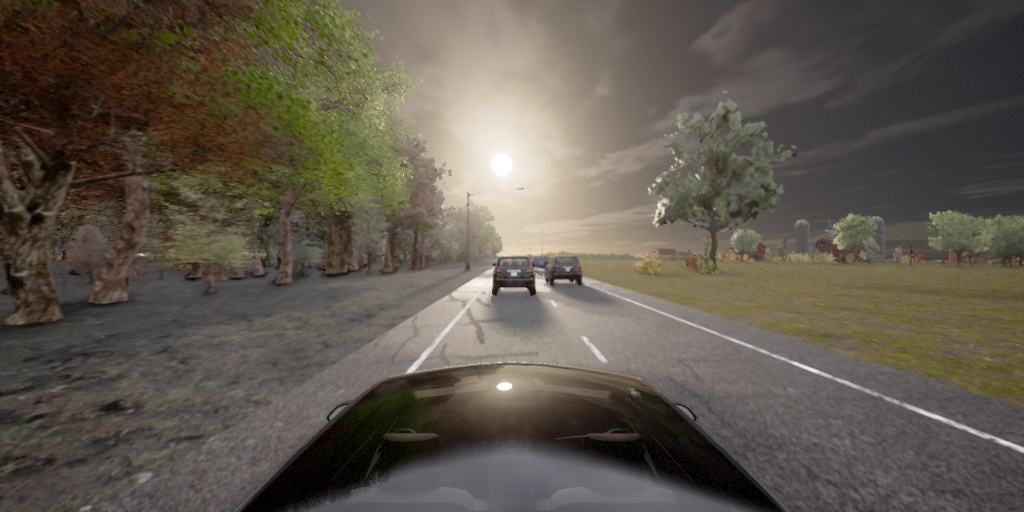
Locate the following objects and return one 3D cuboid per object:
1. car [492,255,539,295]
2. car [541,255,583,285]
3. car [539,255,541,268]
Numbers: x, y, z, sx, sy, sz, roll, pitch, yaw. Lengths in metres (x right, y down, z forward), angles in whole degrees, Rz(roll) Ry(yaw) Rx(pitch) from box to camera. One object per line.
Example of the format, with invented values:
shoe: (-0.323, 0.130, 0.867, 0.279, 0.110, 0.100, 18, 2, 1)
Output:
car: (0.098, 0.960, 19.866, 2.150, 2.045, 5.566, 0, 0, 0)
car: (3.575, 0.956, 25.588, 2.150, 2.045, 5.566, 0, 0, 0)
car: (3.590, 0.933, 46.683, 2.150, 2.045, 5.566, 0, 0, 0)
